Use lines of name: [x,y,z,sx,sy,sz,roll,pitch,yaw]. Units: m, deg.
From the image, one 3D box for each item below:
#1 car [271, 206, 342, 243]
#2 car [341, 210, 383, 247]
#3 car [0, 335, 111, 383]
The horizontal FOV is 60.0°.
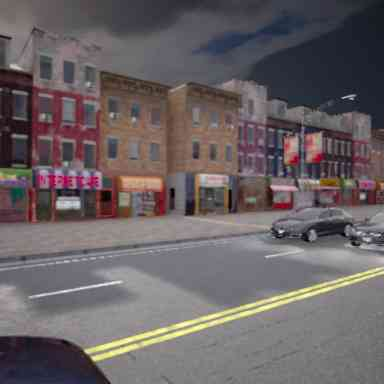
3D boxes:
car: [5.824,1.457,15.820,4.892,1.490,1.837,-1,0,-35]
car: [8.365,1.477,13.640,4.674,1.442,1.812,0,0,-35]
car: [-2.409,1.567,1.719,4.181,1.385,1.994,0,0,-36]
